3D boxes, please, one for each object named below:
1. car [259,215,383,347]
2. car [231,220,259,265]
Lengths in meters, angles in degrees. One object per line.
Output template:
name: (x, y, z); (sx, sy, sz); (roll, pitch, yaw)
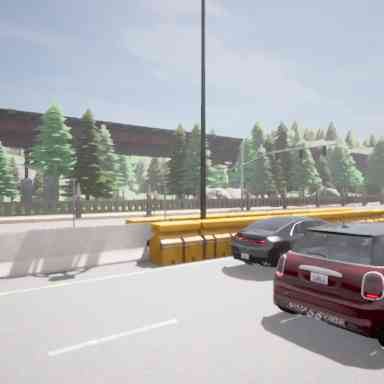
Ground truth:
car: (3.688, 1.351, 6.378); (4.553, 1.767, 2.097); (0, 0, -36)
car: (3.413, 1.503, 10.479); (4.892, 1.490, 1.837); (0, 0, -36)
